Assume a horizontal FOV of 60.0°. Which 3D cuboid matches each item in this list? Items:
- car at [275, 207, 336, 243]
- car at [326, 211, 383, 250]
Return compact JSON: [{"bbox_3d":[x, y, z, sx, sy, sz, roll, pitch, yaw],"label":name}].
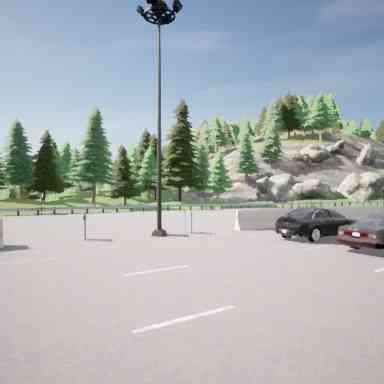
[{"bbox_3d":[6.222,1.517,16.230,4.892,1.490,1.837,0,0,-31],"label":"car"},{"bbox_3d":[8.034,1.564,13.235,5.357,1.411,2.033,0,0,-31],"label":"car"}]
